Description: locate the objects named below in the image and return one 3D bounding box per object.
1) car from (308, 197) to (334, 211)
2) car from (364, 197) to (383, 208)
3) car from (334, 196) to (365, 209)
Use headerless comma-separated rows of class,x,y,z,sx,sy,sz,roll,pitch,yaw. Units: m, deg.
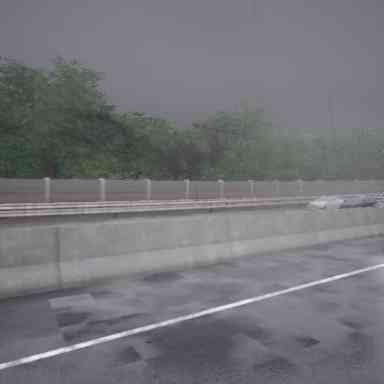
car,14.186,1.239,35.024,4.674,1.442,1.812,-1,1,-34
car,17.292,1.242,28.677,4.892,1.490,1.837,-1,0,-34
car,16.323,1.190,32.245,5.008,1.535,1.882,-1,1,-34
